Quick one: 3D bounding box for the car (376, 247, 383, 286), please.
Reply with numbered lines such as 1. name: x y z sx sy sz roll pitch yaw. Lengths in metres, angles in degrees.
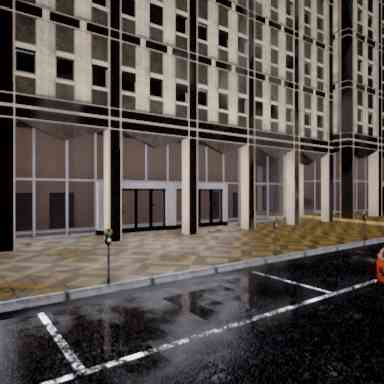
1. car: 6.385 1.349 7.934 4.553 1.767 2.097 0 0 -35
